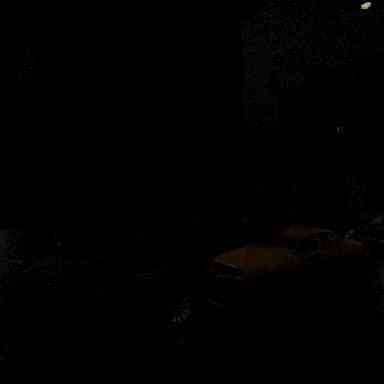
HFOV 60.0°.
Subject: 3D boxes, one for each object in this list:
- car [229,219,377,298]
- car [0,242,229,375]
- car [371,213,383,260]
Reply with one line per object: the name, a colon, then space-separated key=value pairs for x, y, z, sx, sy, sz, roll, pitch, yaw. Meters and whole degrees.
car: x=2.567 y=1.525 z=8.488 sx=4.829 sy=1.417 sz=1.752 roll=0 pitch=0 yaw=-36
car: x=-1.719 y=1.566 z=5.424 sx=4.313 sy=1.339 sz=1.947 roll=0 pitch=0 yaw=-36
car: x=7.128 y=1.441 z=11.749 sx=4.097 sy=1.590 sz=1.967 roll=0 pitch=0 yaw=-36
